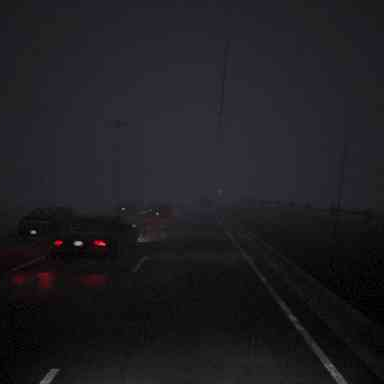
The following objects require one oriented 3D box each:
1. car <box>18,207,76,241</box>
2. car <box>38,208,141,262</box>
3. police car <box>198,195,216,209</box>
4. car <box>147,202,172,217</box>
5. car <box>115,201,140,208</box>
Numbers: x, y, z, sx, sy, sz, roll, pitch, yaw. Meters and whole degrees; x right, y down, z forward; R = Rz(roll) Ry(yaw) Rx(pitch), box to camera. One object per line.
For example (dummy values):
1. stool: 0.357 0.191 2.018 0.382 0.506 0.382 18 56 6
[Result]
1. car: -6.679 1.488 16.522 2.128 1.511 4.902 0 0 1
2. car: -3.251 1.546 12.144 2.033 1.411 5.357 0 0 1
3. police car: 1.932 1.428 45.908 1.930 1.638 5.238 0 0 1
4. car: -2.942 1.600 31.052 1.895 1.301 4.718 0 0 1
5. car: -6.404 1.561 33.228 1.994 1.385 4.181 0 0 1
